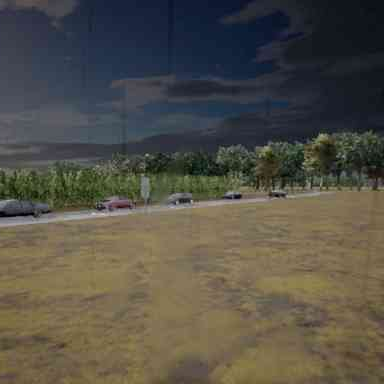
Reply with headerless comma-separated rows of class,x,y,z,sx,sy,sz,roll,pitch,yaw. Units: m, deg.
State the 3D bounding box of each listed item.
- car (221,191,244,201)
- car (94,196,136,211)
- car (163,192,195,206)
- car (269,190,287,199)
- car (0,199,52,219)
car,6.360,0.560,51.931,1.882,1.535,5.008,0,1,36
car,-7.452,1.088,32.480,1.994,1.385,4.181,0,1,34
car,-1.577,0.839,40.783,1.837,1.490,4.892,0,1,35
car,15.479,0.345,59.880,1.882,1.535,5.008,0,1,35
car,-13.085,1.257,24.402,2.033,1.411,5.357,0,1,34
